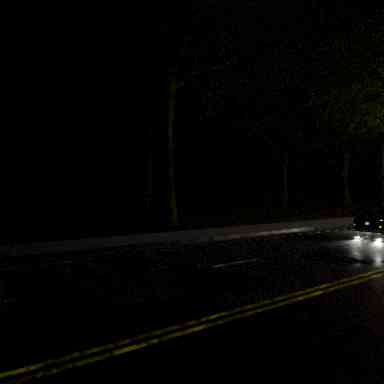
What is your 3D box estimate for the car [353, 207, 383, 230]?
[{"bbox_3d":[11.420,1.573,19.770,4.181,1.385,1.994,0,0,-35],"label":"car"}]
